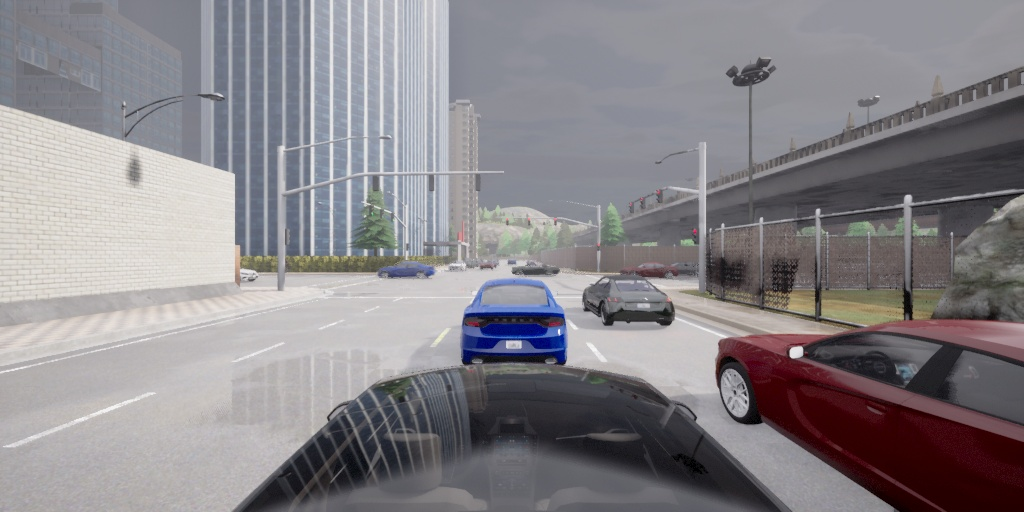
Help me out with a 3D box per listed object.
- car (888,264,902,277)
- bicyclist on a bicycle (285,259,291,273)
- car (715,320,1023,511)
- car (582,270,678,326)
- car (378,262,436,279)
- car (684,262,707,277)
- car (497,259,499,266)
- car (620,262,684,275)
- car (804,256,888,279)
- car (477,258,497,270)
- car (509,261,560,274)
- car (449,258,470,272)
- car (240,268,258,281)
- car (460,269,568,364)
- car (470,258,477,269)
[{"bbox_3d":[35.772,1.369,35.505,4.181,1.385,1.994,0,0,0],"label":"car"},{"bbox_3d":[-25.296,1.106,40.175,0.582,1.620,1.656,0,0,0],"label":"bicyclist on a bicycle"},{"bbox_3d":[3.601,1.228,2.715,1.882,1.535,5.008,0,0,0],"label":"car"},{"bbox_3d":[3.576,1.314,11.709,1.994,1.385,4.181,0,0,0],"label":"car"},{"bbox_3d":[-9.342,1.261,31.924,5.008,1.535,1.882,0,0,0],"label":"car"},{"bbox_3d":[16.626,1.310,35.476,4.892,1.490,1.837,0,0,0],"label":"car"},{"bbox_3d":[-3.566,1.351,61.058,1.895,1.301,4.718,0,0,0],"label":"car"},{"bbox_3d":[12.150,1.283,31.966,5.008,1.535,1.882,0,0,0],"label":"car"},{"bbox_3d":[29.429,1.029,31.990,5.566,2.045,2.150,0,0,0],"label":"car"},{"bbox_3d":[-3.579,1.351,51.894,1.895,1.301,4.718,0,0,0],"label":"car"},{"bbox_3d":[2.262,1.379,35.449,4.718,1.301,1.895,0,0,0],"label":"car"},{"bbox_3d":[-7.086,1.276,47.271,1.812,1.442,4.674,0,0,0],"label":"car"},{"bbox_3d":[-22.634,1.331,28.218,4.674,1.442,1.812,0,0,0],"label":"car"},{"bbox_3d":[0.053,1.228,8.049,1.882,1.535,5.008,0,0,1],"label":"car"},{"bbox_3d":[-7.078,1.102,56.136,2.097,1.767,4.553,0,0,0],"label":"car"}]
